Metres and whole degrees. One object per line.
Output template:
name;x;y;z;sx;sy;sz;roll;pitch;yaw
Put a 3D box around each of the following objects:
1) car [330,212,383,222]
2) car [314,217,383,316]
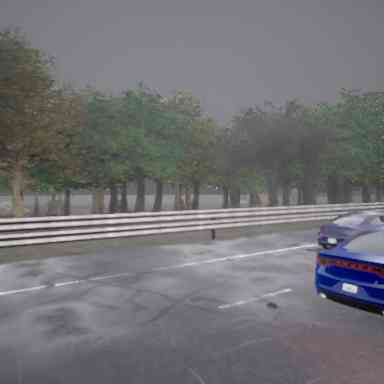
car;6.655;1.472;12.581;4.674;1.442;1.812;0;0;-34
car;4.672;1.447;6.976;5.008;1.535;1.882;0;0;-35
